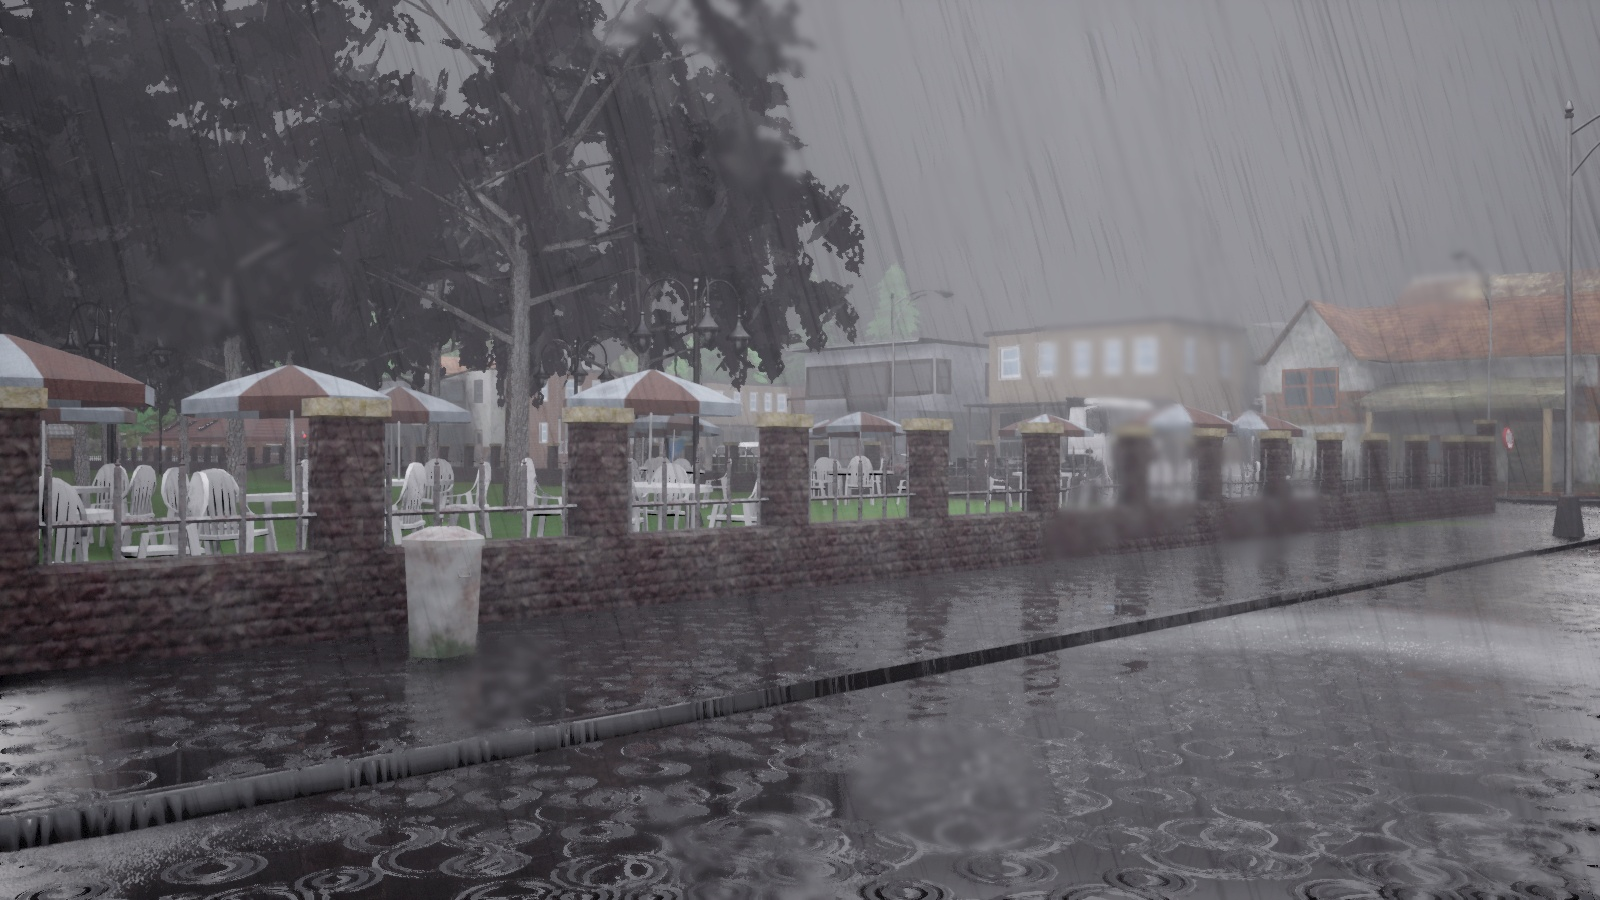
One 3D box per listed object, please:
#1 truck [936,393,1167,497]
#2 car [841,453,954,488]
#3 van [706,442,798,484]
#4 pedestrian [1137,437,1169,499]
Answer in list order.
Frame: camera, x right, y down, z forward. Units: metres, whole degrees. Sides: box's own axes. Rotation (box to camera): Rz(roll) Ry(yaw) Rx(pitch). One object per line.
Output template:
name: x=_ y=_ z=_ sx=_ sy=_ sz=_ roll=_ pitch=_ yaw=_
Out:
truck: x=8.992 y=-0.142 z=45.688 sx=7.936 sy=3.462 sz=2.891 roll=0 pitch=0 yaw=45
car: x=4.300 y=0.871 z=55.921 sx=4.792 sy=1.488 sz=2.163 roll=0 pitch=0 yaw=45
van: x=-2.443 y=0.621 z=62.557 sx=4.480 sy=2.038 sz=2.069 roll=0 pitch=0 yaw=45
pedestrian: x=10.352 y=0.526 z=36.831 sx=0.869 sy=1.805 sz=0.328 roll=0 pitch=0 yaw=44
